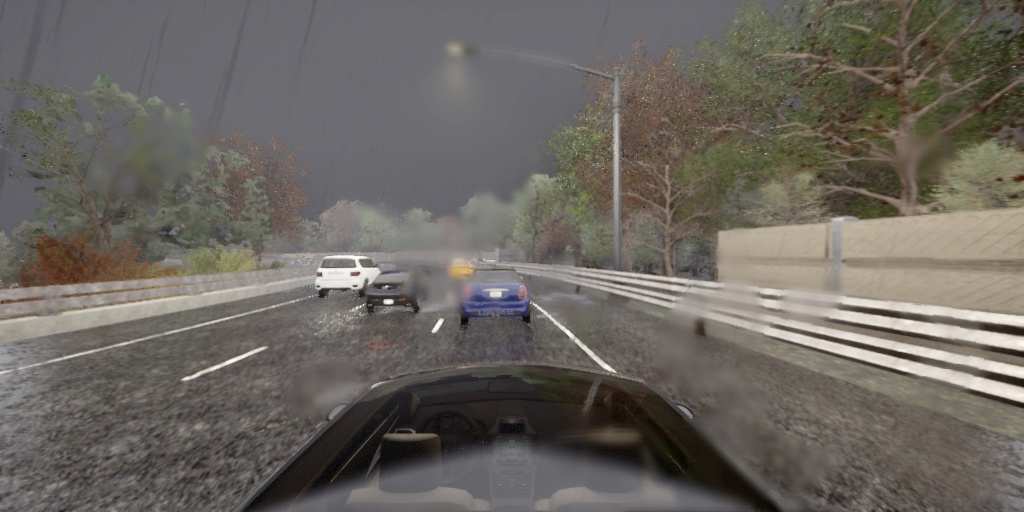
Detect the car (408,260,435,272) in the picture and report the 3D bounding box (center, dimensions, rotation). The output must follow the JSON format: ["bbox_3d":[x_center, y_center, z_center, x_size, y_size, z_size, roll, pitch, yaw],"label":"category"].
[{"bbox_3d":[-8.956,1.314,35.134,1.837,1.490,4.892,0,0,-18],"label":"car"}]

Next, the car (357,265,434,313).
[{"bbox_3d":[-4.402,1.281,14.349,1.837,1.490,4.892,0,0,-7],"label":"car"}]

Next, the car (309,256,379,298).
[{"bbox_3d":[-8.589,1.017,19.280,2.150,2.045,5.566,0,0,-9],"label":"car"}]

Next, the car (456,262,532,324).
[{"bbox_3d":[-0.642,1.112,12.278,2.097,1.767,4.553,0,0,-5],"label":"car"}]

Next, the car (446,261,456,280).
[{"bbox_3d":[-4.509,1.268,32.178,1.882,1.535,5.008,0,0,-15],"label":"car"}]

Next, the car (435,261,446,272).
[{"bbox_3d":[-9.074,1.344,46.585,1.812,1.442,4.674,0,0,-19],"label":"car"}]
